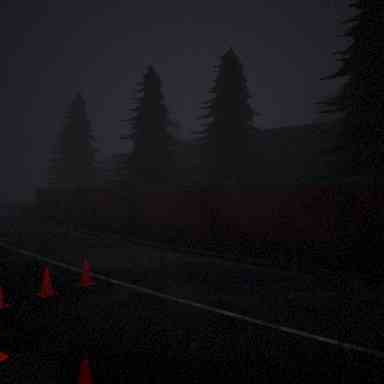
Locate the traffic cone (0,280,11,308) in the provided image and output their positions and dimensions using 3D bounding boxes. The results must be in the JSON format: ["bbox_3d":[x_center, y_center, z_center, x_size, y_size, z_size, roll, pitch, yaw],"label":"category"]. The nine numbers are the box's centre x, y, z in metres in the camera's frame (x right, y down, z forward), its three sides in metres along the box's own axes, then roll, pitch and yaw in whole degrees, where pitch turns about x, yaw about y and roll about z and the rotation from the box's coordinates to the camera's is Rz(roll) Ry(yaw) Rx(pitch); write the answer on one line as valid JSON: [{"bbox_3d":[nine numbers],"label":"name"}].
[{"bbox_3d":[-3.724,1.921,6.393,0.340,0.580,0.340,0,0,36],"label":"traffic cone"}]

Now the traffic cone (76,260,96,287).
[{"bbox_3d":[-2.562,1.926,8.021,0.340,0.580,0.340,0,0,36],"label":"traffic cone"}]

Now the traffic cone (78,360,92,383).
[{"bbox_3d":[-1.050,1.944,3.255,0.340,0.580,0.340,0,0,36],"label":"traffic cone"}]

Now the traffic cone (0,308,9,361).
[{"bbox_3d":[-2.677,1.931,4.417,0.340,0.580,0.340,0,0,36],"label":"traffic cone"}]

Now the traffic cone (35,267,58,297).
[{"bbox_3d":[-3.143,1.924,7.207,0.340,0.580,0.340,0,0,36],"label":"traffic cone"}]
